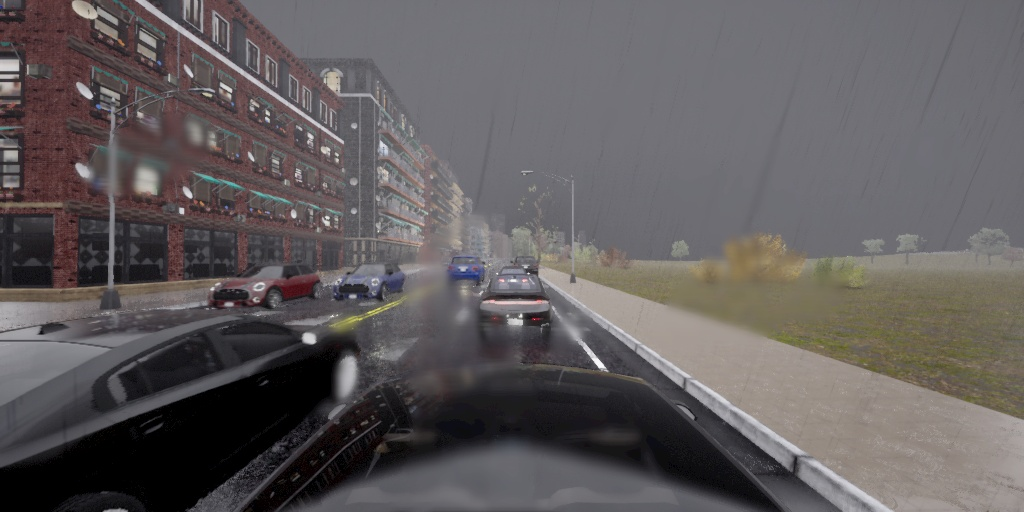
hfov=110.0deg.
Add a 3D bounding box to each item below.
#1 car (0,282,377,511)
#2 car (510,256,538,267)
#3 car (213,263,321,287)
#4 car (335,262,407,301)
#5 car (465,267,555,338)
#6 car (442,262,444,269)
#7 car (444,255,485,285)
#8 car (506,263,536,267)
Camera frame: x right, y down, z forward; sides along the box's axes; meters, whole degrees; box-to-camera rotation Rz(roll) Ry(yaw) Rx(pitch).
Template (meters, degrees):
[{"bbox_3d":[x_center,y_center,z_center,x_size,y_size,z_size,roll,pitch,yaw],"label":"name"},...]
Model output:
[{"bbox_3d":[-3.154,1.228,3.286,1.882,1.535,5.008,0,0,0],"label":"car"},{"bbox_3d":[1.070,0.979,30.912,2.150,2.045,5.566,0,0,0],"label":"car"},{"bbox_3d":[-9.880,1.104,14.775,2.097,1.767,4.553,0,0,0],"label":"car"},{"bbox_3d":[-6.636,1.104,17.202,2.097,1.767,4.553,0,0,0],"label":"car"},{"bbox_3d":[0.081,1.243,10.260,2.128,1.511,4.902,0,0,0],"label":"car"},{"bbox_3d":[-9.966,1.244,57.356,2.128,1.511,4.902,0,0,0],"label":"car"},{"bbox_3d":[-3.205,0.977,25.997,2.150,2.045,5.566,0,0,0],"label":"car"},{"bbox_3d":[0.060,1.301,20.700,2.033,1.411,5.357,0,0,0],"label":"car"}]
